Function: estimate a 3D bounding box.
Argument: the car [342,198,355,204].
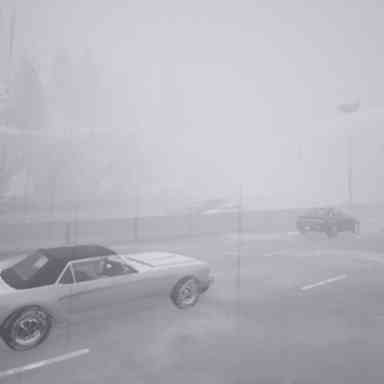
[{"bbox_3d":[28.721,1.968,60.911,1.837,1.490,4.892,-1,0,32],"label":"car"}]

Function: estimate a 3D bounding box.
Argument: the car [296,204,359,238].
[{"bbox_3d":[7.779,1.657,18.877,4.902,1.511,2.128,0,-1,-42],"label":"car"}]

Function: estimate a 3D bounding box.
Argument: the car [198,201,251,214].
[{"bbox_3d":[3.231,1.808,29.374,5.008,1.535,1.882,0,-1,-43],"label":"car"}]

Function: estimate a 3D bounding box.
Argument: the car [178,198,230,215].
[{"bbox_3d":[1.708,1.607,32.711,5.566,2.045,2.150,1,-1,-43],"label":"car"}]

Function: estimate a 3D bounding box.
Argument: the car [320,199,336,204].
[{"bbox_3d":[26.555,2.025,64.103,1.882,1.535,5.008,-1,-1,30],"label":"car"}]

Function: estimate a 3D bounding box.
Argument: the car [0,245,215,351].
[{"bbox_3d":[-1.848,1.699,6.406,4.718,1.301,1.895,0,-1,-37],"label":"car"}]

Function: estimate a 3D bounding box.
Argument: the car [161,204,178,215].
[{"bbox_3d":[-1.332,2.092,39.492,4.718,1.301,1.895,0,-1,-45],"label":"car"}]

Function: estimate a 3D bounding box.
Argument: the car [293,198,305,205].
[{"bbox_3d":[23.803,2.076,73.793,1.837,1.490,4.892,-1,-1,28],"label":"car"}]

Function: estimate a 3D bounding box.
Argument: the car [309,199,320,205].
[{"bbox_3d":[25.998,2.169,70.381,1.895,1.301,4.718,-1,-1,28],"label":"car"}]

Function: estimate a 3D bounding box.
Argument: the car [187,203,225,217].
[{"bbox_3d":[1.582,2.007,37.504,4.181,1.385,1.994,0,-1,-45],"label":"car"}]
